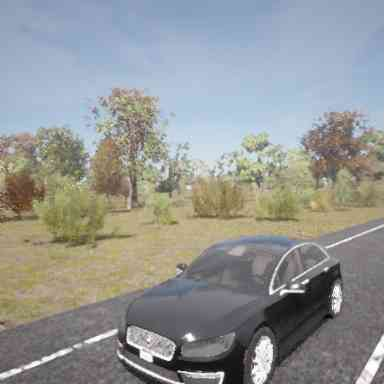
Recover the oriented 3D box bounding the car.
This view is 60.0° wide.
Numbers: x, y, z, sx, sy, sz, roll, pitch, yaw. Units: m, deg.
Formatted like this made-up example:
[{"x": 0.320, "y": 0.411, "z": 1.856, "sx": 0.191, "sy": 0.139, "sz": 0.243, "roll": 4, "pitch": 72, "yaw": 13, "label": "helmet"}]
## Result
[{"x": 1.038, "y": 1.543, "z": 5.499, "sx": 1.837, "sy": 1.490, "sz": 4.892, "roll": -1, "pitch": 0, "yaw": 39, "label": "car"}]
